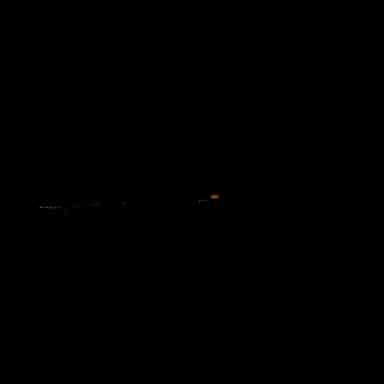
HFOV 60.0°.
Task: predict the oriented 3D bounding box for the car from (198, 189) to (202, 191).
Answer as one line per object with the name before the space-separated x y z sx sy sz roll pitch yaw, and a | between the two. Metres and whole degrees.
car | -0.073 0.269 65.557 2.150 2.045 5.566 1 0 36

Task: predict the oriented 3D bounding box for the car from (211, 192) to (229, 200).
car | 5.811 0.835 68.491 1.882 1.535 5.008 1 0 36

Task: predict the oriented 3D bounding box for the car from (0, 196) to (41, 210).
car | -18.553 1.107 35.471 1.812 1.442 4.674 1 1 36

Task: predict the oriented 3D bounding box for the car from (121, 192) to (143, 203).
car | -9.861 0.821 52.441 1.882 1.535 5.008 1 1 37

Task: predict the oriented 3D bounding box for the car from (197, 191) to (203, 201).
car | -0.280 0.921 60.147 1.994 1.385 4.181 1 0 37
